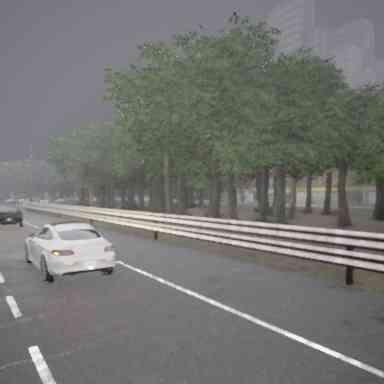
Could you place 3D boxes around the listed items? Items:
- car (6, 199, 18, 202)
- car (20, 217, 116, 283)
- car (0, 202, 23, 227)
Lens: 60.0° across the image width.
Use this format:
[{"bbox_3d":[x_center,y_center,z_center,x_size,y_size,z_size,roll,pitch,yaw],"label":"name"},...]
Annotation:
[{"bbox_3d":[-40.299,2.353,74.751,1.812,1.442,4.674,0,-1,-10],"label":"car"},{"bbox_3d":[-3.821,1.643,10.154,1.812,1.442,4.674,0,-1,-35],"label":"car"},{"bbox_3d":[-13.840,1.771,24.695,1.882,1.535,5.008,0,-1,-35],"label":"car"}]
